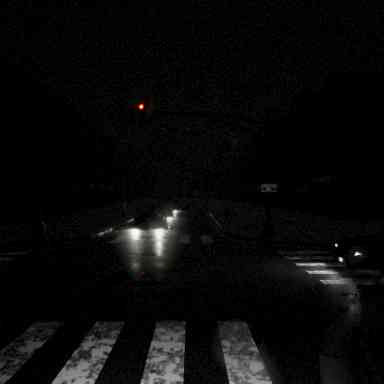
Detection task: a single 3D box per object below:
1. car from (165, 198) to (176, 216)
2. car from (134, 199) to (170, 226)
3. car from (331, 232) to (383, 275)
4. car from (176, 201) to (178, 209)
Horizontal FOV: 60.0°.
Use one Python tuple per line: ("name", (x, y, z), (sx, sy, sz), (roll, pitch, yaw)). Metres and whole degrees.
("car", (-2.905, 1.497, 33.408), (1.882, 1.535, 5.008), (0, 0, 0))
("car", (-2.893, 1.491, 23.939), (1.882, 1.535, 5.008), (0, 0, 0))
("car", (6.896, 1.523, 9.323), (5.357, 1.411, 2.033), (0, 0, 3))
("car", (-2.906, 1.531, 43.491), (1.837, 1.490, 4.892), (0, 0, 0))
